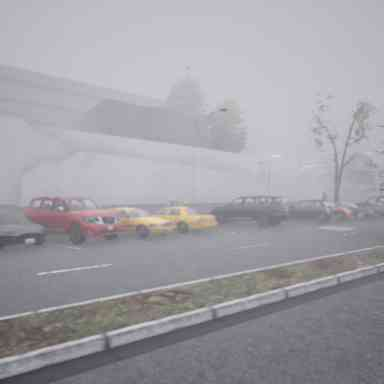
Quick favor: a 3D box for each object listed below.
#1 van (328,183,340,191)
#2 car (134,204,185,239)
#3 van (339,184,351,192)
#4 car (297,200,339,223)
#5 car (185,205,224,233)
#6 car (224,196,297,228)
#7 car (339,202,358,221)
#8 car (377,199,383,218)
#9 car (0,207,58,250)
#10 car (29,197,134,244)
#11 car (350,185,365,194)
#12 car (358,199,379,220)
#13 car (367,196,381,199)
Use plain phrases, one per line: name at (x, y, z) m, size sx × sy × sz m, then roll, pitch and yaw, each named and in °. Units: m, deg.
van at (37.910, -1.206, 87.016) m, size 1.878 × 1.987 × 4.442 m, roll 8°, pitch 3°, yaw 35°
car at (-3.245, 1.503, 17.693) m, size 5.366 × 1.575 × 1.946 m, roll -1°, pitch -1°, yaw 35°
van at (39.637, -0.933, 84.543) m, size 1.878 × 1.987 × 4.442 m, roll 8°, pitch 3°, yaw 35°
car at (8.842, 1.459, 26.483) m, size 4.553 × 1.767 × 2.185 m, roll -1°, pitch -1°, yaw 35°
car at (-1.113, 1.519, 19.639) m, size 5.366 × 1.575 × 1.946 m, roll -1°, pitch -1°, yaw 35°
car at (3.901, 1.296, 23.032) m, size 5.566 × 2.045 × 2.435 m, roll -1°, pitch -1°, yaw 35°
car at (11.237, 1.483, 28.266) m, size 4.553 × 1.767 × 2.185 m, roll -1°, pitch -1°, yaw 34°
car at (16.123, 1.689, 31.737) m, size 4.792 × 1.488 × 2.163 m, roll -1°, pitch -1°, yaw 35°
car at (-8.263, 1.523, 14.300) m, size 4.792 × 1.488 × 2.163 m, roll -1°, pitch -1°, yaw 35°
car at (-5.819, 1.249, 16.048) m, size 5.566 × 2.045 × 2.435 m, roll -1°, pitch -1°, yaw 35°
car at (41.393, -0.434, 82.178) m, size 2.231 × 1.521 × 4.892 m, roll 7°, pitch 3°, yaw 35°
car at (13.703, 1.635, 29.991) m, size 4.892 × 1.521 × 2.231 m, roll -1°, pitch -1°, yaw 35°
car at (18.570, 1.437, 33.483) m, size 5.566 × 2.045 × 2.435 m, roll -1°, pitch -1°, yaw 35°
